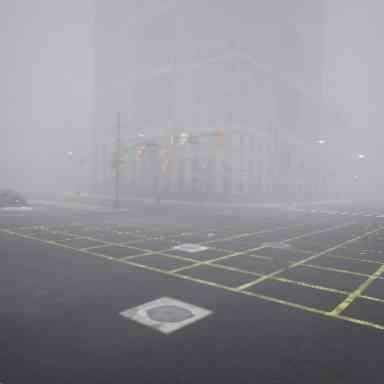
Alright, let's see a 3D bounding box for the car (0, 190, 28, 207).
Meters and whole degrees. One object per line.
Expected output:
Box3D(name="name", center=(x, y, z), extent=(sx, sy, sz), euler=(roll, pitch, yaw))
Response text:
Box3D(name="car", center=(-15.933, 0.487, 28.660), extent=(4.181, 1.385, 1.994), euler=(3, 2, 39))
